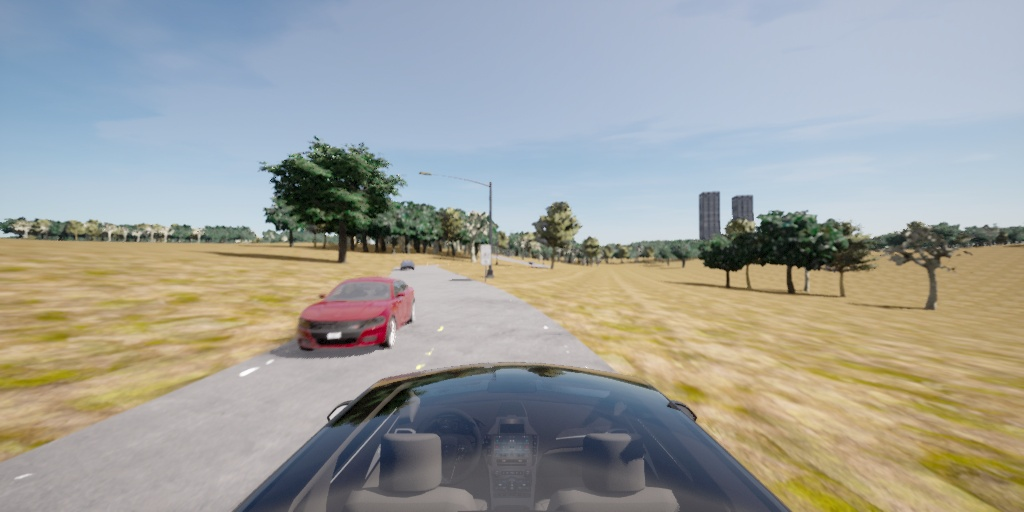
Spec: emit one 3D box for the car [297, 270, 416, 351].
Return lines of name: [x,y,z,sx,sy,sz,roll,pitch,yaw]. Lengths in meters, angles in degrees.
car: [-3.773,1.301,9.517,1.882,1.535,5.008,0,0,-7]

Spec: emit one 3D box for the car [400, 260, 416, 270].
car: [-14.250,1.242,48.938,2.033,1.411,5.357,0,0,-17]
